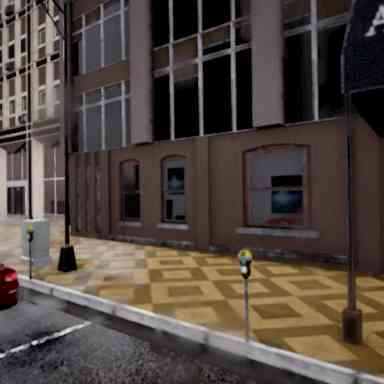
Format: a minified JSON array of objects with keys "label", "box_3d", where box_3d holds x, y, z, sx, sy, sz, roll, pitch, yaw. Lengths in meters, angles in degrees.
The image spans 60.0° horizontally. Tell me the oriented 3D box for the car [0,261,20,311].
[{"label":"car","box_3d":[-4.939,1.571,6.407,4.206,1.307,1.802,0,-1,35]}]
